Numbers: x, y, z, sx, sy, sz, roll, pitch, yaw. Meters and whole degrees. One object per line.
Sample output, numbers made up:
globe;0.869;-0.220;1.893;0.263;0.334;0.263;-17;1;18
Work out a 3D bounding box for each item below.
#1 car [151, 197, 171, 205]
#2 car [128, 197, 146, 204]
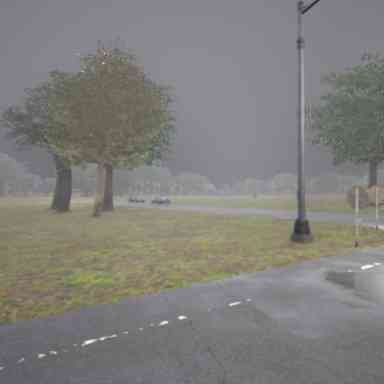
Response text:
car;-5.323;1.510;56.995;1.812;1.442;4.674;1;0;-34
car;-10.865;1.585;65.357;1.895;1.301;4.718;1;0;-34
